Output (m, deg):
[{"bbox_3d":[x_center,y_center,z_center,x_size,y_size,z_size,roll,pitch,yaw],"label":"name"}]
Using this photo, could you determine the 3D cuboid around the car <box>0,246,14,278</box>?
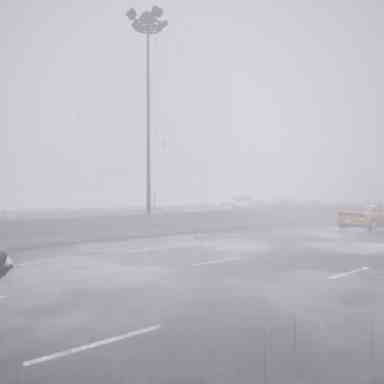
[{"bbox_3d":[-6.726,1.673,7.471,4.718,1.301,1.895,0,0,-37],"label":"car"}]

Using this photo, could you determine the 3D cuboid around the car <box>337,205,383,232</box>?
[{"bbox_3d":[10.995,1.518,20.665,5.008,1.535,1.882,0,0,-37],"label":"car"}]

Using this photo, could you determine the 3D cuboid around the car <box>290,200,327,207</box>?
[{"bbox_3d":[12.327,1.614,34.874,4.902,1.511,2.128,0,0,-37],"label":"car"}]

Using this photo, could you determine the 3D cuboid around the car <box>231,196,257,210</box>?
[{"bbox_3d":[7.529,1.627,40.040,5.008,1.535,1.882,0,-1,-36],"label":"car"}]

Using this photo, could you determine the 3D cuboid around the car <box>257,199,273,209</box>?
[{"bbox_3d":[10.236,1.381,37.683,5.357,1.411,2.033,0,0,-37],"label":"car"}]

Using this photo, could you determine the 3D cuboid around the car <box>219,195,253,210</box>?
[{"bbox_3d":[6.031,1.447,43.279,5.566,2.045,2.150,0,0,-37],"label":"car"}]
